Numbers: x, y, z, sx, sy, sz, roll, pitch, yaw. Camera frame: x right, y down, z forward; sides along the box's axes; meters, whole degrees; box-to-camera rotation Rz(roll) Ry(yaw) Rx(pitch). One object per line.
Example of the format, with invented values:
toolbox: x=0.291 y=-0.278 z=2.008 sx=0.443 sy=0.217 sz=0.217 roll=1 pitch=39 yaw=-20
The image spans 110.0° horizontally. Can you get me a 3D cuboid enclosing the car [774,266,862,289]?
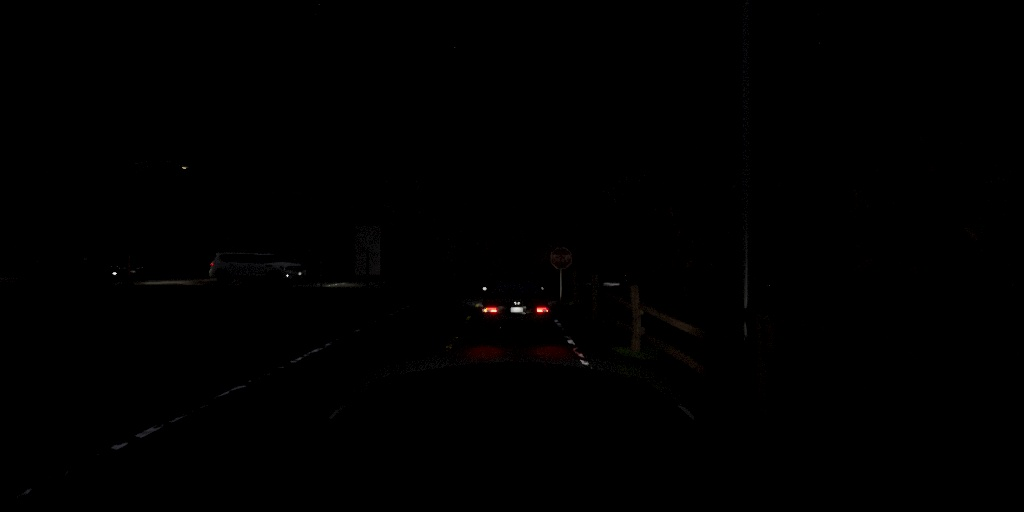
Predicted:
car: x=22.438 y=1.527 z=26.421 sx=4.892 sy=1.490 sz=1.837 roll=1 pitch=0 yaw=0

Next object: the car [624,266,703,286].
car: x=11.140 y=1.437 z=26.523 sx=5.357 sy=1.411 sz=2.033 roll=1 pitch=0 yaw=0

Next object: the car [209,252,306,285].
car: x=-16.816 y=0.789 z=23.816 sx=5.566 sy=2.045 sz=2.150 roll=1 pitch=0 yaw=1

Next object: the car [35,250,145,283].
car: x=-28.025 y=0.646 z=23.922 sx=5.566 sy=2.045 sz=2.150 roll=1 pitch=0 yaw=0

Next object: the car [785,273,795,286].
car: x=21.206 y=1.497 z=23.481 sx=5.008 sy=1.535 sz=1.882 roll=1 pitch=0 yaw=1

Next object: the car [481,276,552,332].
car: x=0.060 y=1.297 z=10.844 sx=2.033 sy=1.411 sz=5.357 roll=0 pitch=0 yaw=-1
